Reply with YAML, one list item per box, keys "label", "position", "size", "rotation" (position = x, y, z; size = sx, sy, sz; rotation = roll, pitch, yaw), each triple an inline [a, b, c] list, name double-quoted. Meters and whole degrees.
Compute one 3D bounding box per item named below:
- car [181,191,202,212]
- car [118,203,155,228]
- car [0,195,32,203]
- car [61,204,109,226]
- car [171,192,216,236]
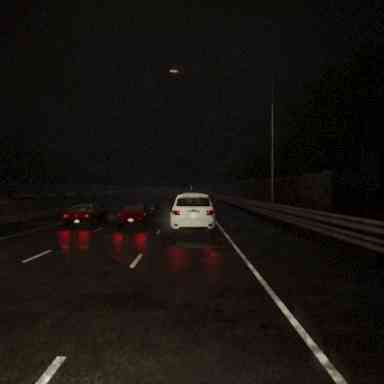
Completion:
- label: "car"
  position: [-0.068, 0.969, 36.900]
  size: [2.150, 2.045, 5.566]
  rotation: [0, 0, 0]
- label: "car"
  position: [-3.464, 1.398, 21.077]
  size: [1.812, 1.442, 4.674]
  rotation: [0, 0, 0]
- label: "car"
  position: [-17.638, 1.130, 32.904]
  size: [2.097, 1.767, 4.553]
  rotation: [0, 1, 0]
- label: "car"
  position: [-6.970, 1.465, 22.296]
  size: [1.895, 1.301, 4.718]
  rotation: [0, 0, 0]
- label: "car"
  position: [0.052, 1.116, 17.957]
  size: [2.150, 2.045, 5.566]
  rotation: [0, 0, 0]
